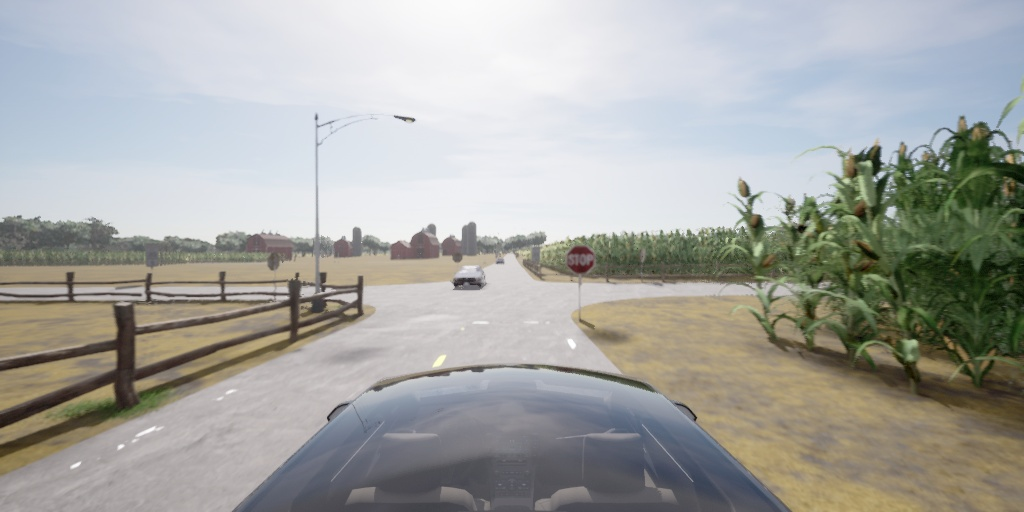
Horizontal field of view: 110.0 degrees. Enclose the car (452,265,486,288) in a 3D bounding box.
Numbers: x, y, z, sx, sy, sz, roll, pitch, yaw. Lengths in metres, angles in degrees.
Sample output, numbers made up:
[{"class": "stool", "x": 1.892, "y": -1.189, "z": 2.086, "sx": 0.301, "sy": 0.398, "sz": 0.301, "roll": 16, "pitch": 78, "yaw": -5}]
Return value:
[{"class": "car", "x": -2.768, "y": 1.339, "z": 24.405, "sx": 2.033, "sy": 1.411, "sz": 5.357, "roll": 0, "pitch": 0, "yaw": 0}]
